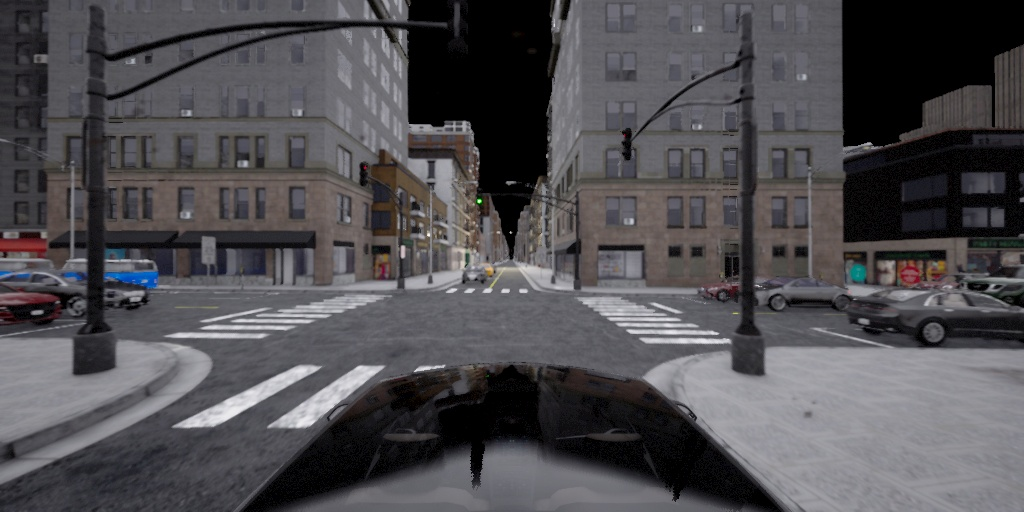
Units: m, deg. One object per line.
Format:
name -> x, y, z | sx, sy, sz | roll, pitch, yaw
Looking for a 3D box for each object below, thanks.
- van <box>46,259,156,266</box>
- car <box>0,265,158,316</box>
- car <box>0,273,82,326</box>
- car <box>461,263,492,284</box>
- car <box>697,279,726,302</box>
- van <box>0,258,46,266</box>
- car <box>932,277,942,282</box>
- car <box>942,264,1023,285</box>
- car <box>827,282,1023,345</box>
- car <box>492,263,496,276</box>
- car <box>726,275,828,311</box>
van -> -20.622, 1.055, 18.323 | 3.998, 1.789, 1.690 | 0, 0, 0
car -> -15.576, 1.227, 12.520 | 4.902, 1.511, 2.128 | 1, 0, 0
car -> -15.155, 1.271, 9.758 | 4.507, 1.381, 1.888 | 0, 0, 0
car -> -3.130, 1.519, 30.588 | 2.128, 1.511, 4.902 | 0, -1, 0
car -> 11.632, 1.613, 18.124 | 4.207, 1.307, 1.802 | 0, 0, 0
van -> -26.114, 1.003, 18.356 | 3.998, 1.789, 1.690 | 0, 0, 0
car -> 22.692, 1.583, 18.058 | 4.097, 1.591, 1.967 | 0, 0, 0
car -> 22.776, 1.353, 15.493 | 5.566, 2.045, 2.150 | 1, 0, 0
car -> 11.608, 1.540, 9.598 | 4.403, 1.370, 2.007 | 0, 0, 0
car -> -3.146, 1.598, 40.671 | 1.882, 1.535, 5.008 | 0, -1, 0
car -> 12.087, 1.588, 15.557 | 4.181, 1.385, 1.994 | 1, 0, 0
